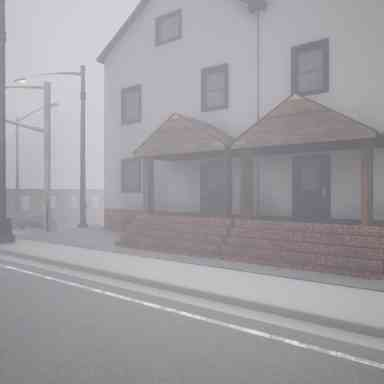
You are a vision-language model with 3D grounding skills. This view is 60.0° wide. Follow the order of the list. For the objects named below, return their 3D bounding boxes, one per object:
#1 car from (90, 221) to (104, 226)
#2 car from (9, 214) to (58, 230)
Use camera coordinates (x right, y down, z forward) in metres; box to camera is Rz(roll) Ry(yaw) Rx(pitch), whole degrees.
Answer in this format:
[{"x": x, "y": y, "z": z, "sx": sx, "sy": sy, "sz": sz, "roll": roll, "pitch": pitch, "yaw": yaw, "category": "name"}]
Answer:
[{"x": -8.950, "y": 3.820, "z": 36.397, "sx": 2.097, "sy": 1.767, "sz": 4.553, "roll": 0, "pitch": -12, "yaw": 35, "category": "car"}, {"x": -14.051, "y": 2.655, "z": 29.306, "sx": 1.994, "sy": 1.385, "sz": 4.181, "roll": 0, "pitch": -9, "yaw": 36, "category": "car"}]
